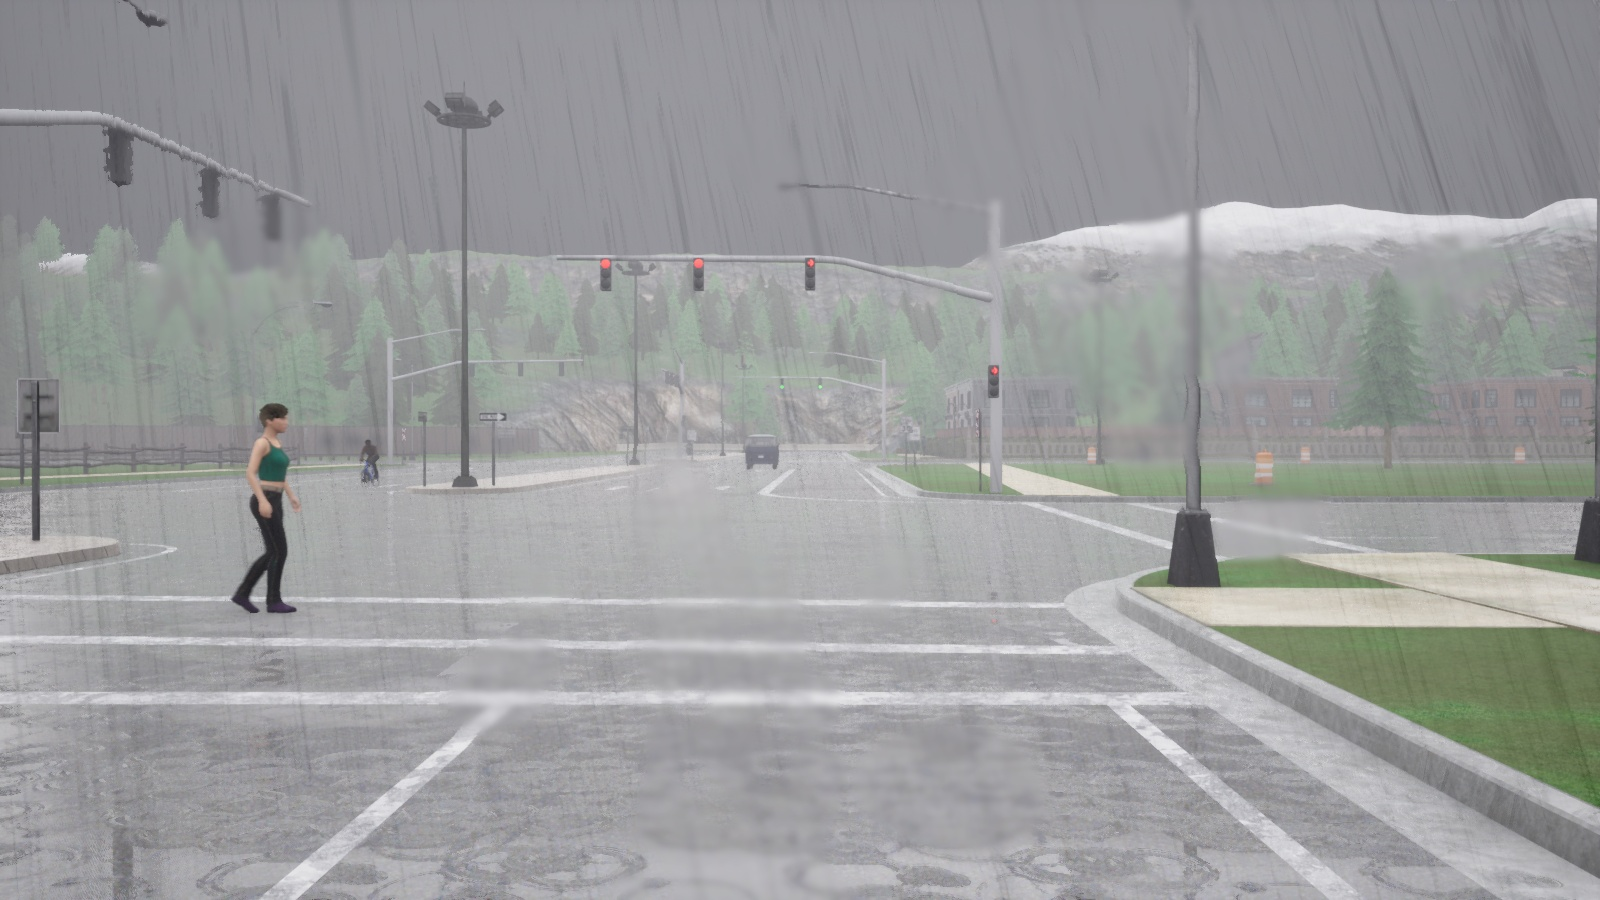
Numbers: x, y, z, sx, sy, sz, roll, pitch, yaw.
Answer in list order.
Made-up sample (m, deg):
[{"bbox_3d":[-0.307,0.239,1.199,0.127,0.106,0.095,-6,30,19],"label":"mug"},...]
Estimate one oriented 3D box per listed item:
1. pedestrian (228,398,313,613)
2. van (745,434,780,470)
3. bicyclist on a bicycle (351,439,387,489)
[{"bbox_3d":[-4.581,0.470,10.887,0.594,1.836,0.345,0,0,-4],"label":"pedestrian"},{"bbox_3d":[-2.128,0.091,72.082,1.775,1.987,4.442,0,0,1],"label":"van"},{"bbox_3d":[-14.265,0.453,41.570,0.582,1.620,1.656,0,1,1],"label":"bicyclist on a bicycle"}]
